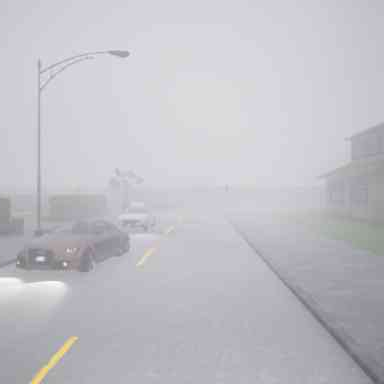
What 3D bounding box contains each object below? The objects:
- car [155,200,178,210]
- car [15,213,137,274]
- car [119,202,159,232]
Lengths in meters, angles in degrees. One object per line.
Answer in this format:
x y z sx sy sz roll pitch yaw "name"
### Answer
-4.383 1.728 45.848 4.718 1.301 1.895 0 0 33 "car"
-3.633 1.601 10.873 1.994 1.385 4.181 1 0 12 "car"
-3.446 1.584 20.892 1.812 1.442 4.674 0 0 2 "car"
